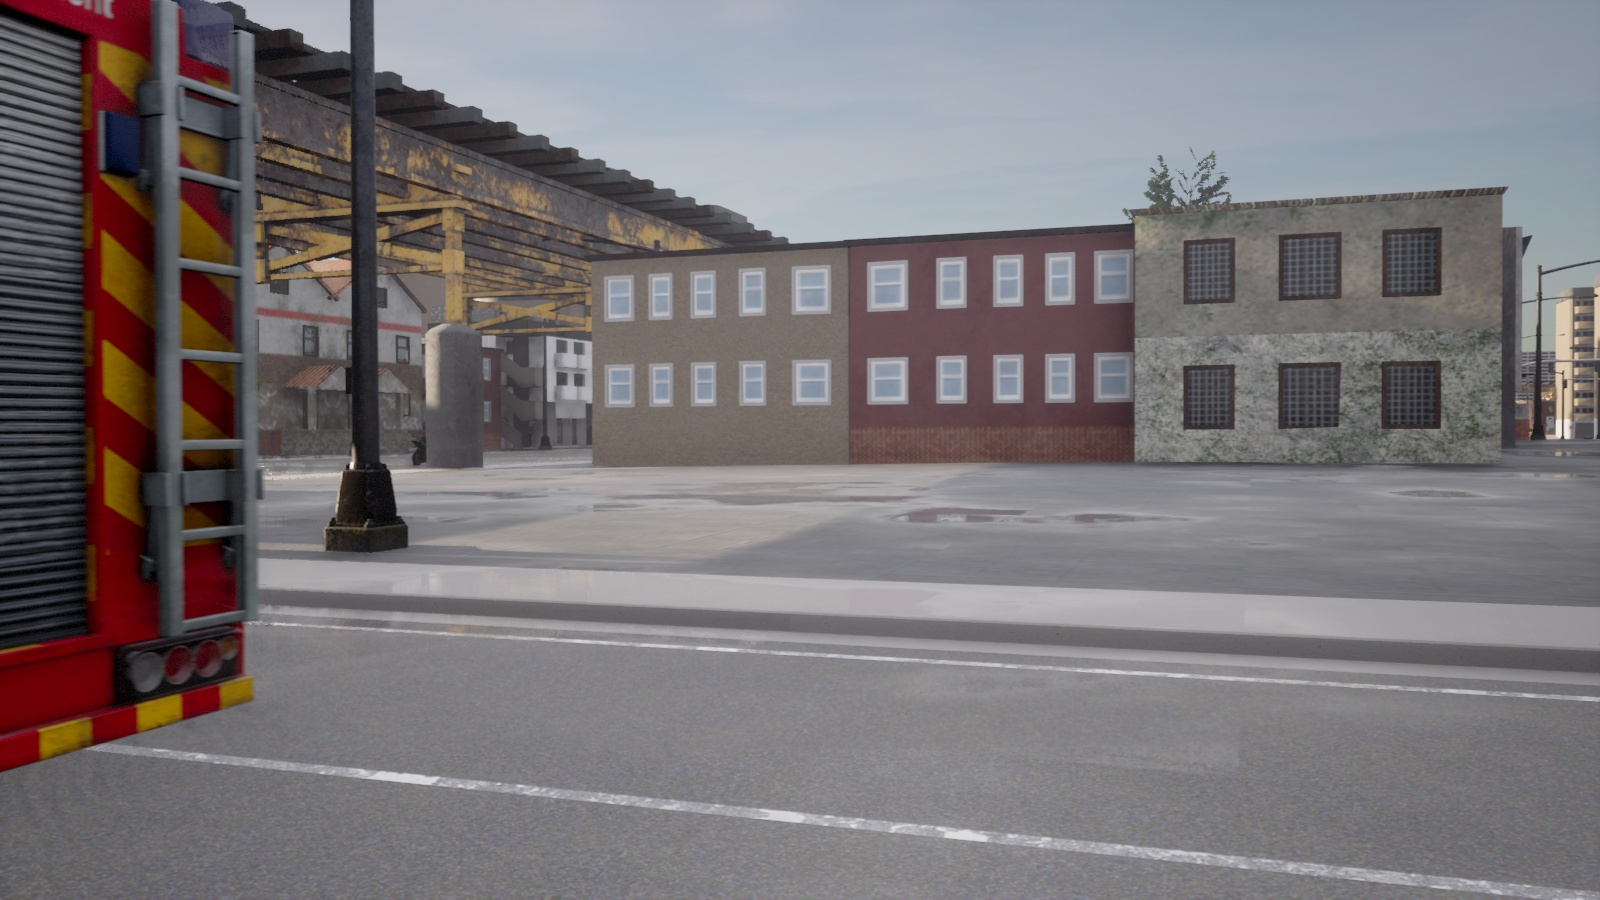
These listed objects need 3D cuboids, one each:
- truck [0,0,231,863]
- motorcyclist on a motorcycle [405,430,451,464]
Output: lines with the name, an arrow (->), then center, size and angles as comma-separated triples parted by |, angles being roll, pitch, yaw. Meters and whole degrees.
truck -> -6.991, -0.460, 5.532 | 8.468, 3.827, 2.891 | 1, 1, 19
motorcyclist on a motorcycle -> -17.042, -0.153, 57.598 | 0.866, 1.530, 2.191 | 1, 1, 20
